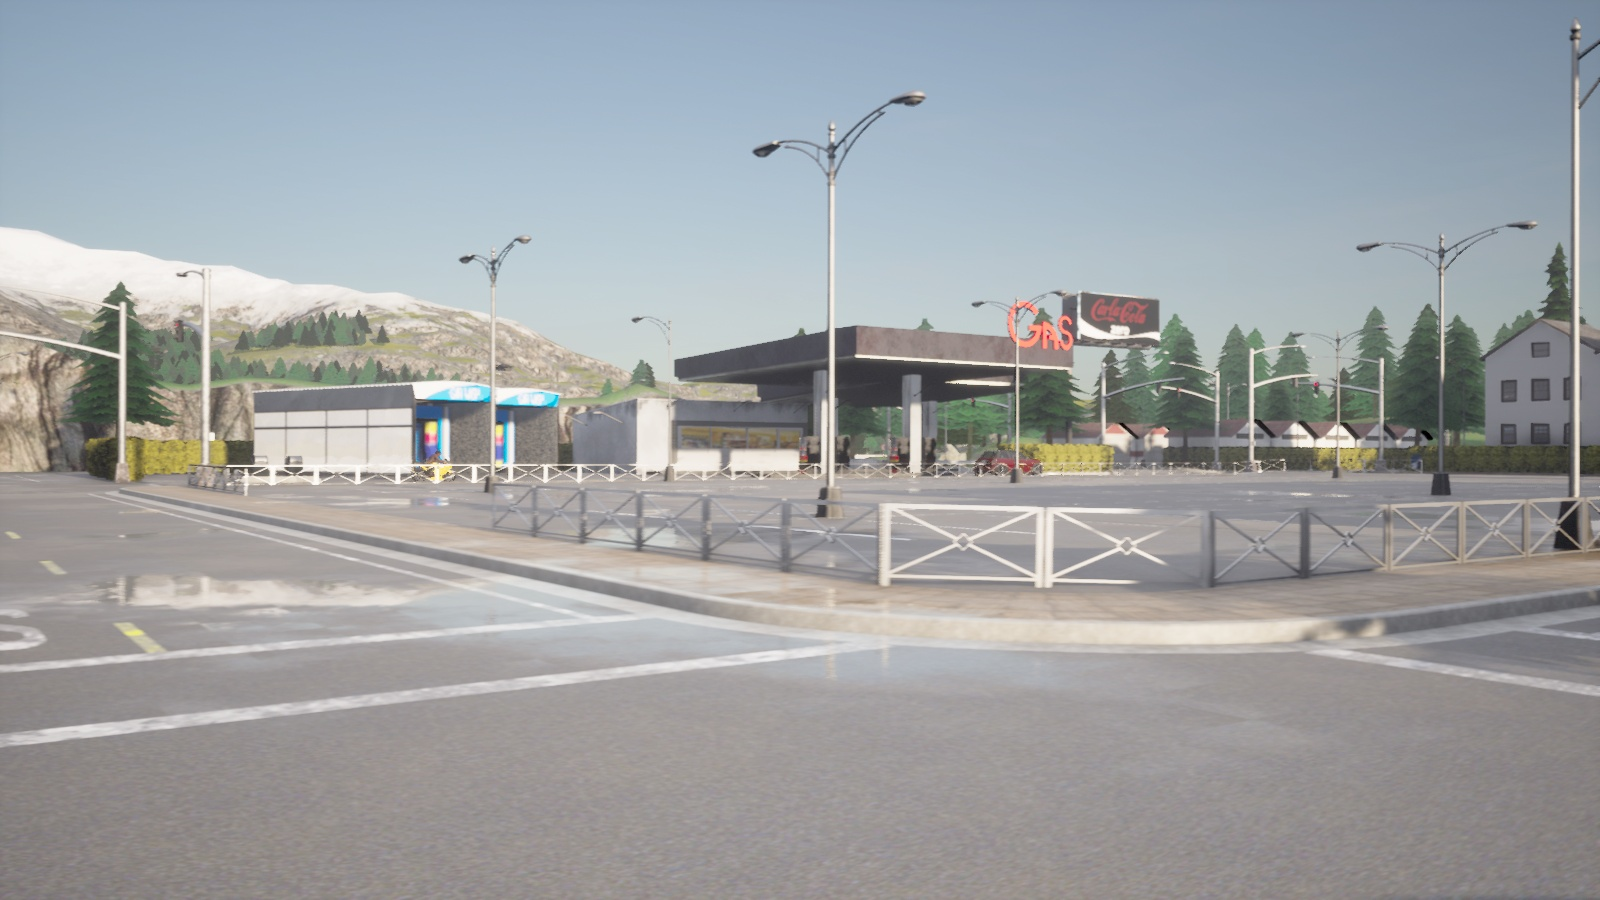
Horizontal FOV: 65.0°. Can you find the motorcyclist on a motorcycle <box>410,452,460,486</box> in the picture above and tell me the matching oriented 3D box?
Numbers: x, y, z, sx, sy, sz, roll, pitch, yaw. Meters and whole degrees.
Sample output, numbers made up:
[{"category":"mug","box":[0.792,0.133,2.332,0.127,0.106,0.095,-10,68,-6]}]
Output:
[{"category":"motorcyclist on a motorcycle","box":[-16.470,0.846,56.674,2.044,1.523,0.797,0,0,-35]}]

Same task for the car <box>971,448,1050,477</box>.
[{"category":"car","box":[12.899,0.743,76.870,4.553,1.767,2.097,0,0,-35]}]
